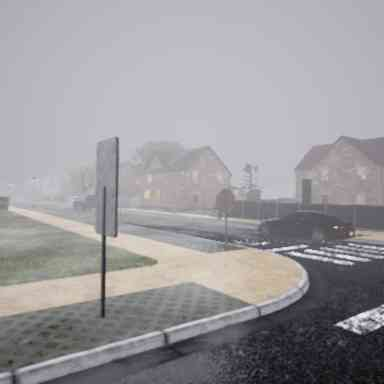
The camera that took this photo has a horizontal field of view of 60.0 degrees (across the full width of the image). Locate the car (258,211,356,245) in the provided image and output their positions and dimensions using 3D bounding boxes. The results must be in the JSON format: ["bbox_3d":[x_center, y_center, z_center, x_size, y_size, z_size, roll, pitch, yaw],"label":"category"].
[{"bbox_3d":[5.371,1.621,16.040,1.812,1.442,4.674,0,0,-41],"label":"car"}]

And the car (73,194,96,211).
[{"bbox_3d":[-13.304,1.322,42.147,2.150,2.045,5.566,1,-1,-36],"label":"car"}]

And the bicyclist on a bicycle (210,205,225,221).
[{"bbox_3d":[2.053,1.442,25.829,1.656,1.620,0.582,1,0,-36],"label":"bicyclist on a bicycle"}]
